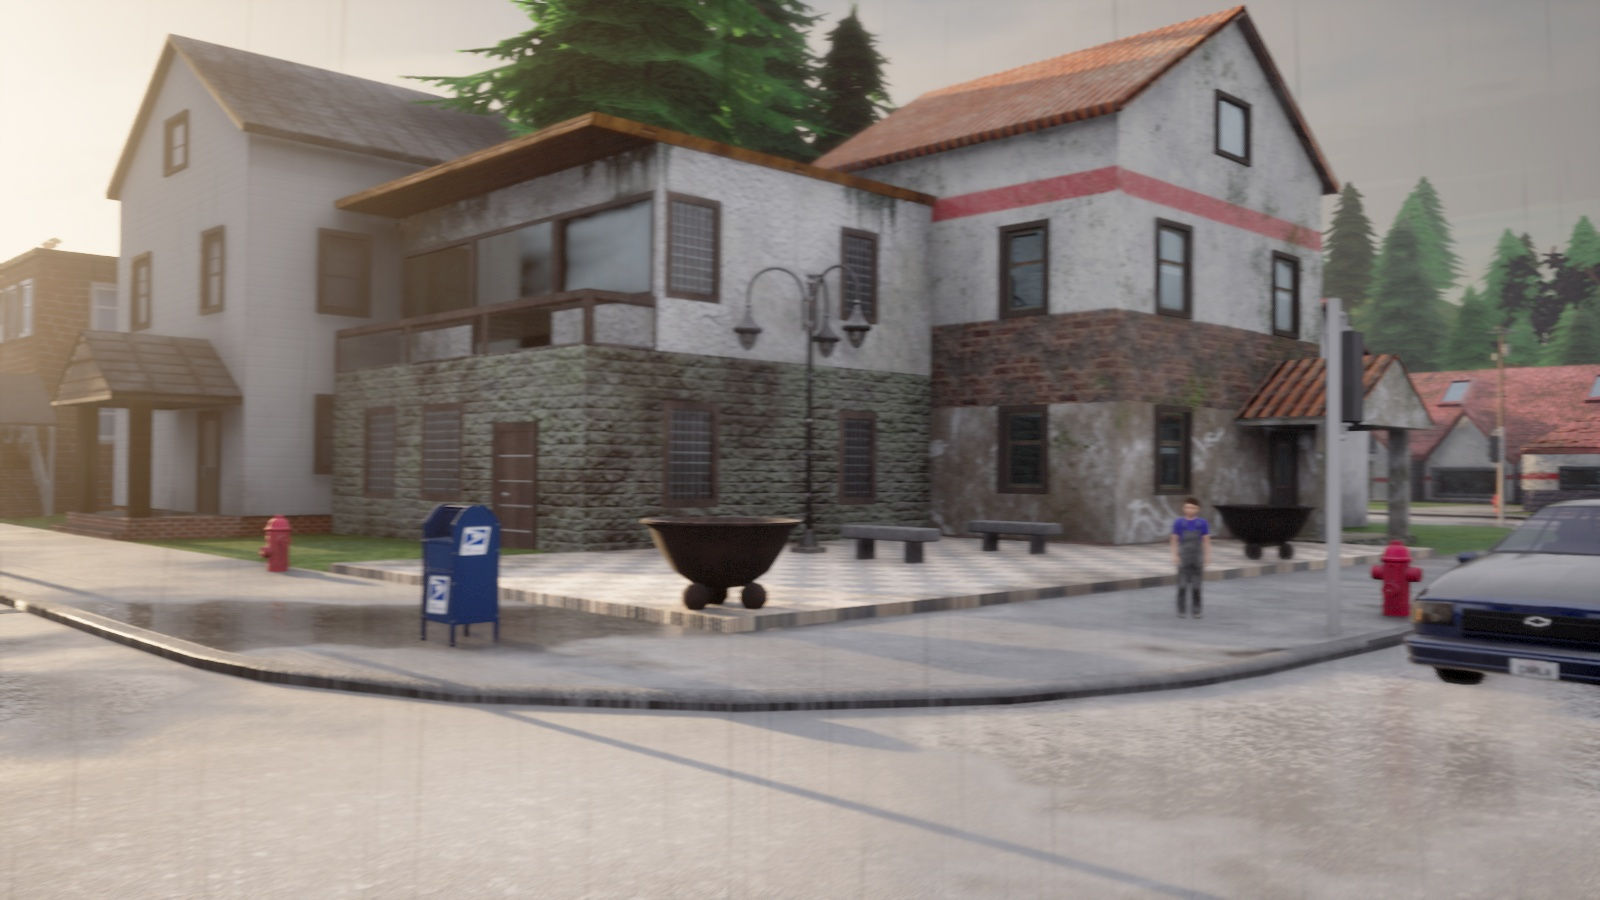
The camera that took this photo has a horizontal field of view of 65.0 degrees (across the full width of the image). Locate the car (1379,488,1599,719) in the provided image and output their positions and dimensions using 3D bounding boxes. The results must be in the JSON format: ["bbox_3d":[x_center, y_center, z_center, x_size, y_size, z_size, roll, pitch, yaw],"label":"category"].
[{"bbox_3d":[6.787,1.047,10.100,5.357,1.411,2.033,1,-1,-44],"label":"car"}]

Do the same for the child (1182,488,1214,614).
[{"bbox_3d":[4.091,1.029,12.924,0.270,1.263,0.437,0,-1,13],"label":"child"}]
